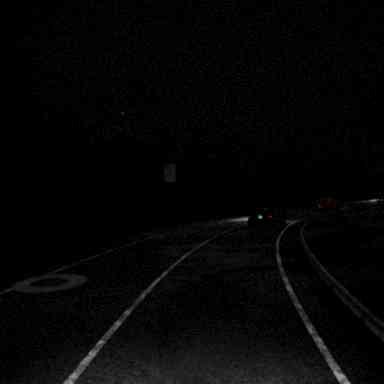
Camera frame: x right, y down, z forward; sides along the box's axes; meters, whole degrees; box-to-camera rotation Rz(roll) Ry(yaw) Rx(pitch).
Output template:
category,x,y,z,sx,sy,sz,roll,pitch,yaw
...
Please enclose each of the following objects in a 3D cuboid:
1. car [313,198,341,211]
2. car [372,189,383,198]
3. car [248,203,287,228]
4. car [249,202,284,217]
category,x,y,z,sx,sy,sz,roll,pitch,yaw
car,16.099,1.429,39.601,1.882,1.535,5.008,-5,-2,41
car,36.163,0.247,63.815,4.902,1.511,2.128,-3,-1,-43
car,5.267,1.613,22.936,2.033,1.411,5.357,-2,-1,24
car,7.813,1.811,34.680,1.895,1.301,4.718,-3,-2,34
